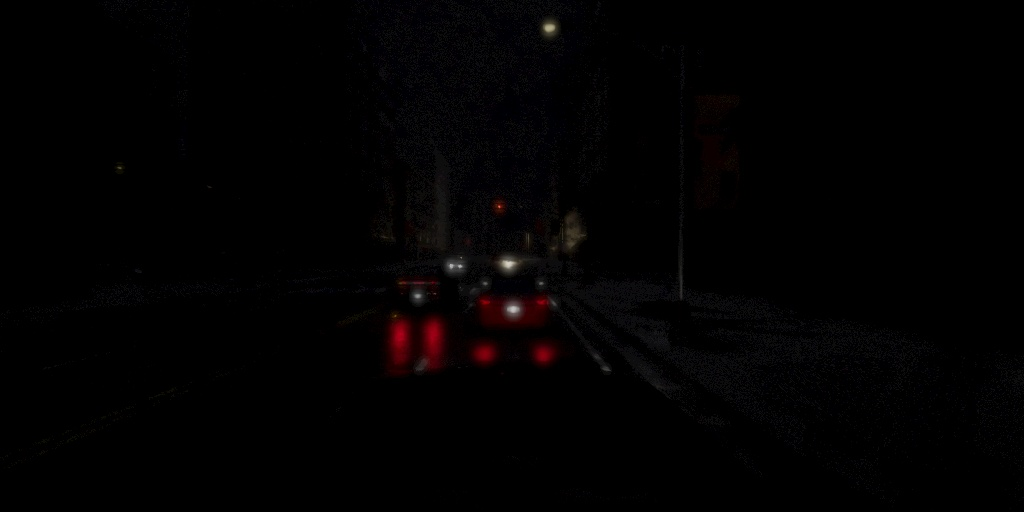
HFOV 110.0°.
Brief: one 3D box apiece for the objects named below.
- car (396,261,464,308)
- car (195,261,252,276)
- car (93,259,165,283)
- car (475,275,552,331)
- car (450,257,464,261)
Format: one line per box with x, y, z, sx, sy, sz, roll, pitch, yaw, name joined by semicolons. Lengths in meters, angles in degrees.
-3.250;1.125;14.574;2.128;1.511;4.902;0;1;-1;car
-25.264;1.061;31.515;4.313;1.339;1.948;0;0;1;car
-25.335;0.976;23.491;4.097;1.591;1.967;0;0;1;car
0.039;1.233;10.622;1.994;1.385;4.181;0;1;0;car
-9.550;0.791;62.520;1.895;1.301;4.718;0;1;1;car
